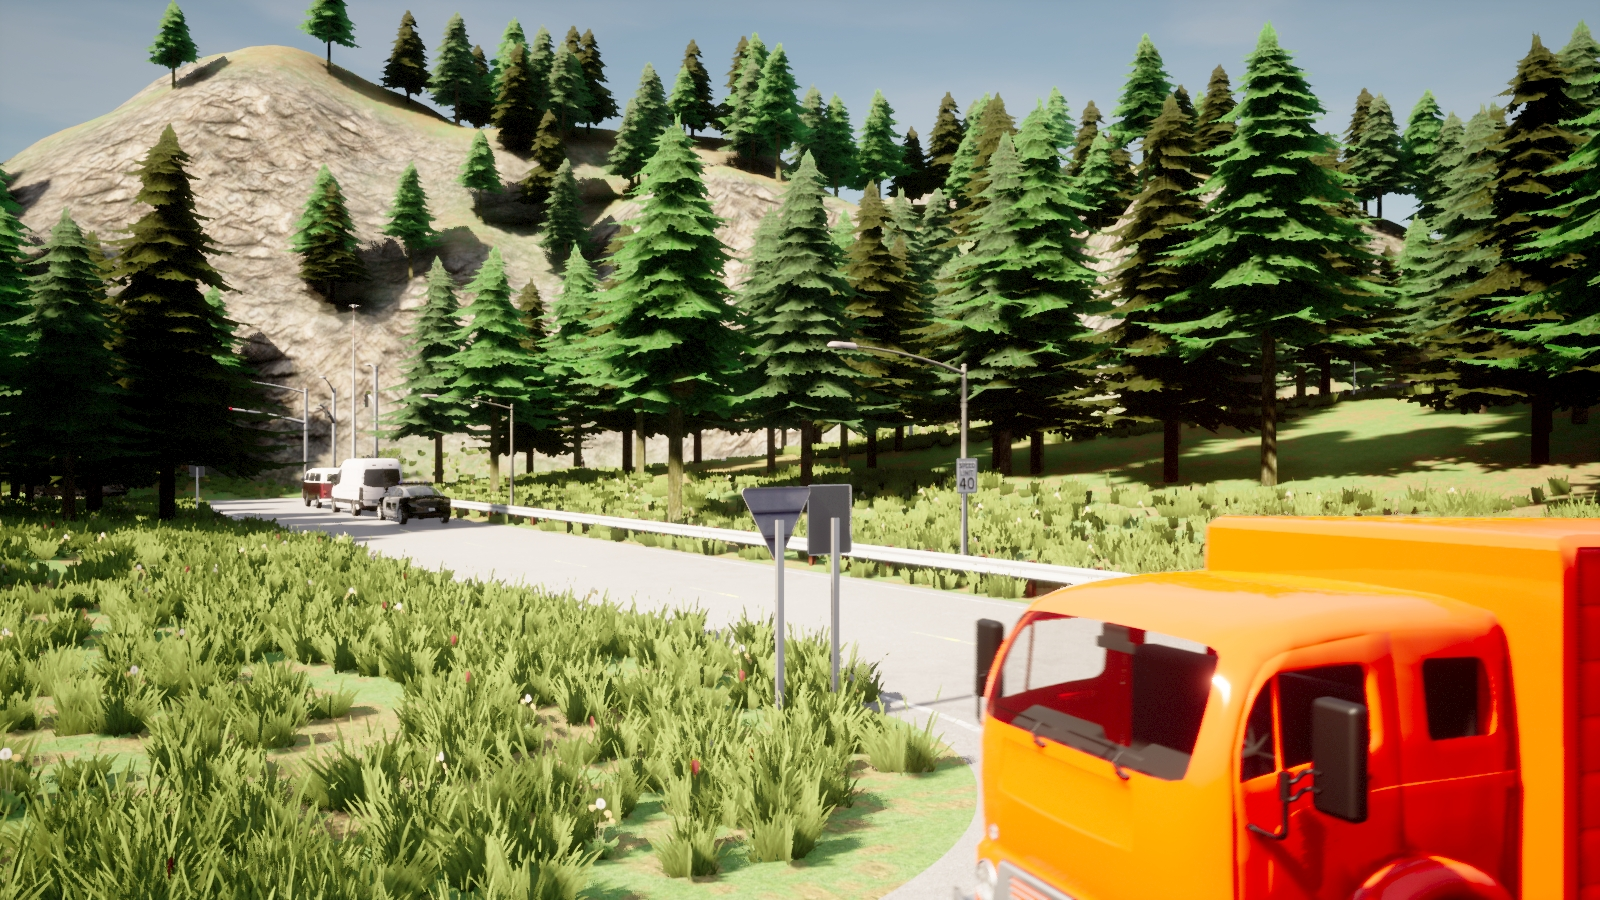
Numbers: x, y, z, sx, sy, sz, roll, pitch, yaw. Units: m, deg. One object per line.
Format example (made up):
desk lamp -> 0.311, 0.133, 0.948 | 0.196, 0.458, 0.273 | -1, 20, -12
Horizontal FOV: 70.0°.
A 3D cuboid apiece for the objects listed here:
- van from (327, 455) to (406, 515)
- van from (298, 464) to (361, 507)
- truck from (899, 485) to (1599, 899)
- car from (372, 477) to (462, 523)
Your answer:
van -> -20.079, 1.534, 52.765 | 1.988, 2.561, 5.915 | 0, 0, -35
van -> -24.143, 1.782, 58.581 | 2.069, 2.038, 4.480 | 0, 0, -35
truck -> 3.452, 1.456, 5.949 | 5.204, 2.467, 2.627 | 1, -1, -23
car -> -15.723, 1.982, 46.760 | 2.097, 1.638, 5.238 | 0, 0, -35
